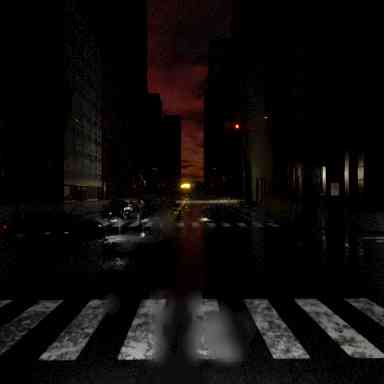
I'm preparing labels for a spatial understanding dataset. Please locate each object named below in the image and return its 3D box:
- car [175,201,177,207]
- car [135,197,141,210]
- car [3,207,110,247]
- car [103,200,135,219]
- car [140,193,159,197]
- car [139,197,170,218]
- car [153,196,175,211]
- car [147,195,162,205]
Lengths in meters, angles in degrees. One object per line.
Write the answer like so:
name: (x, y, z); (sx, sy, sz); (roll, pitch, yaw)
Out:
car: (-3.391, 1.569, 50.183); (1.994, 1.385, 4.181); (0, 0, 1)
car: (-6.641, 1.604, 38.863); (1.895, 1.301, 4.718); (0, 0, 0)
car: (-6.132, 1.565, 15.020); (4.181, 1.385, 1.994); (0, 0, -24)
car: (-6.646, 1.507, 29.600); (1.837, 1.490, 4.892); (0, 0, 1)
car: (-6.645, 1.225, 48.773); (2.150, 2.045, 5.566); (0, 0, 0)
car: (-3.379, 1.480, 30.891); (1.882, 1.535, 5.008); (0, 0, 0)
car: (-3.397, 1.529, 40.171); (1.812, 1.442, 4.674); (0, 0, 0)
car: (-6.624, 1.359, 59.246); (2.097, 1.767, 4.553); (0, 0, -1)
